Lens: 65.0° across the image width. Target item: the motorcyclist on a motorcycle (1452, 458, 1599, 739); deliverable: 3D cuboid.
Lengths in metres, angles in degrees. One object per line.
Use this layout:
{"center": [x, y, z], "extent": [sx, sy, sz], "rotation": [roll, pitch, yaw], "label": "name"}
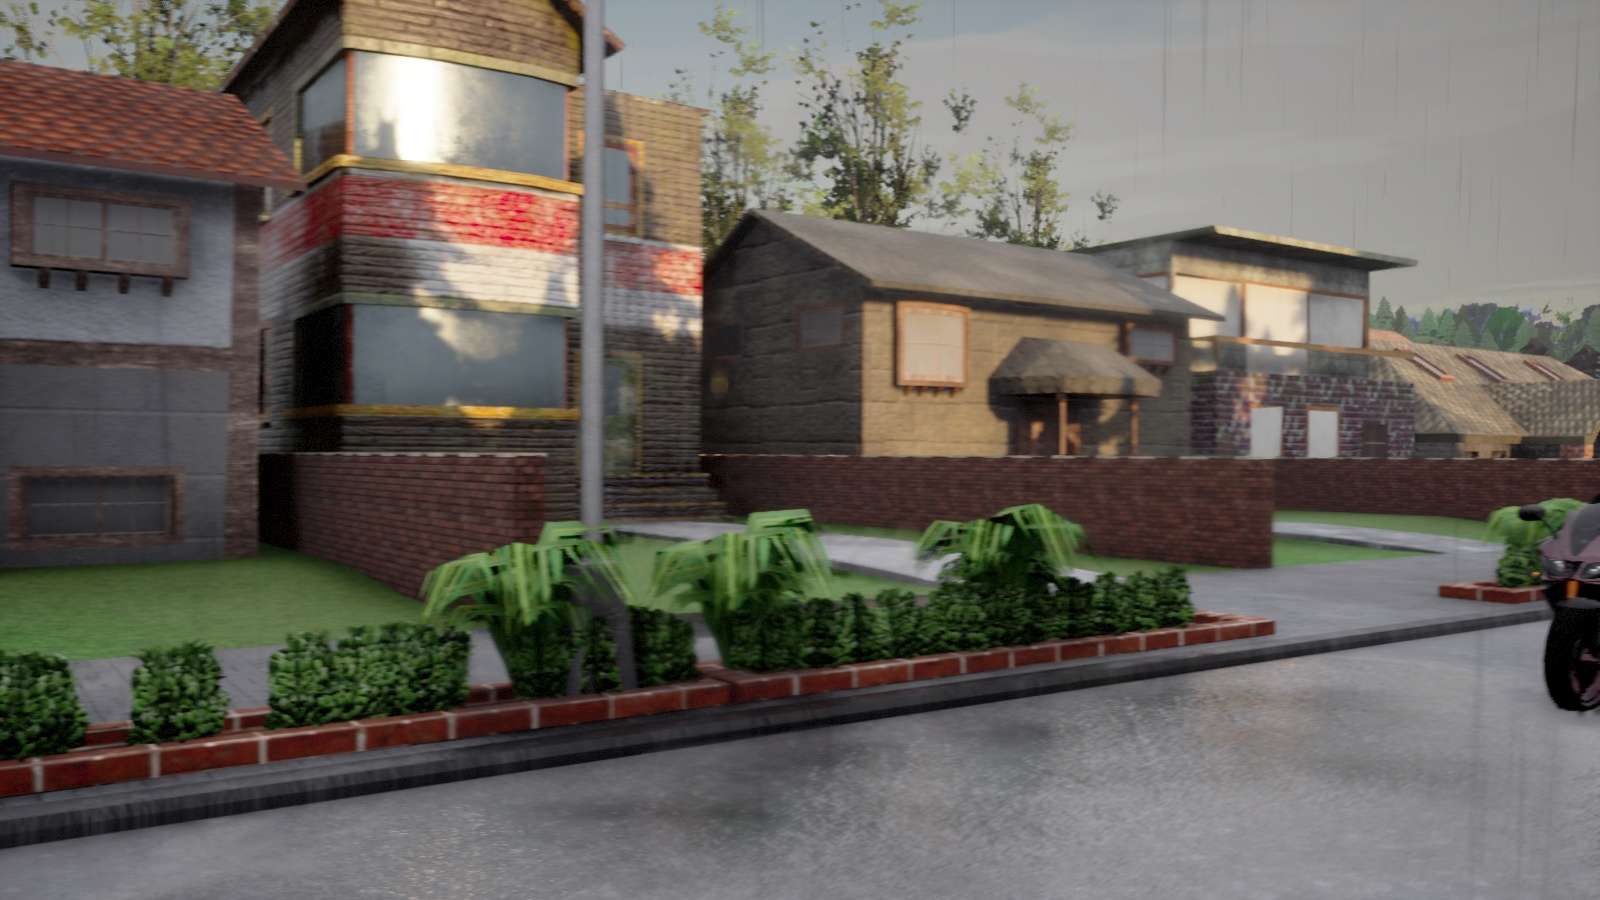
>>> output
{"center": [5.050, 0.815, 7.782], "extent": [2.191, 1.530, 0.866], "rotation": [0, 0, -35], "label": "motorcyclist on a motorcycle"}
